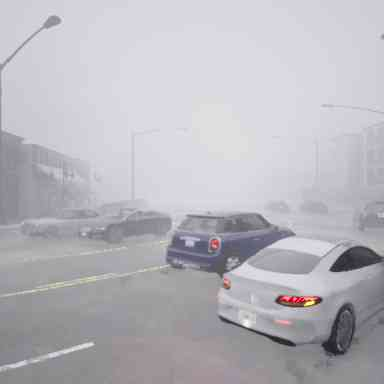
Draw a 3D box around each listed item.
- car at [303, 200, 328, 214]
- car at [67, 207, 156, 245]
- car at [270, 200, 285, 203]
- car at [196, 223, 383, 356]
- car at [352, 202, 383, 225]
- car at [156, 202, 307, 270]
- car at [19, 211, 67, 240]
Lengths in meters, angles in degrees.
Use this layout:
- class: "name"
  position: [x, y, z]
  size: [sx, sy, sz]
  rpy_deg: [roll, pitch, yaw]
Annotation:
- class: "car"
  position: [13.135, 1.572, 36.131]
  size: [1.994, 1.385, 4.181]
  rpy_deg: [0, 0, 0]
- class: "car"
  position: [-3.031, 1.496, 15.850]
  size: [2.128, 1.511, 4.902]
  rpy_deg: [0, 0, 37]
- class: "car"
  position: [9.649, 1.572, 37.975]
  size: [1.994, 1.385, 4.181]
  rpy_deg: [0, 0, 0]
- class: "car"
  position: [2.420, 1.527, 6.104]
  size: [4.674, 1.442, 1.812]
  rpy_deg: [0, 0, -43]
- class: "car"
  position: [11.072, 1.355, 20.163]
  size: [2.097, 1.767, 4.553]
  rpy_deg: [0, 0, 20]
- class: "car"
  position: [1.403, 1.354, 10.134]
  size: [2.097, 1.767, 4.553]
  rpy_deg: [0, 0, 44]
- class: "car"
  position: [-6.300, 1.606, 17.371]
  size: [1.895, 1.301, 4.718]
  rpy_deg: [0, 0, 40]
